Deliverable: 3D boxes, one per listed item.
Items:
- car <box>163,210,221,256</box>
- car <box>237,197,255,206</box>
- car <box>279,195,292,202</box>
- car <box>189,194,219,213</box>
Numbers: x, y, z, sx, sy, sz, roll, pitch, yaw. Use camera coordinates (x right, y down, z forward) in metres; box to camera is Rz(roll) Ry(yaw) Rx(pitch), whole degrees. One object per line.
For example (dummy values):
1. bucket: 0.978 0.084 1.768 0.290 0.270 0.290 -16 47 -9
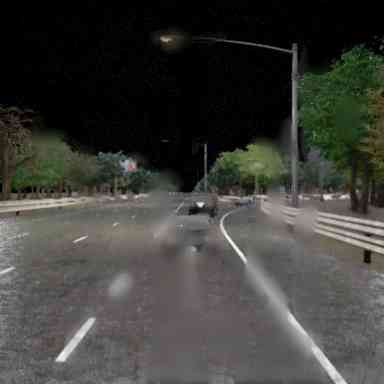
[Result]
1. car: 0.000 1.579 12.912 1.895 1.301 4.718 0 0 0
2. car: 8.564 1.472 53.053 1.994 1.385 4.181 0 0 26
3. car: 20.446 1.366 71.439 2.128 1.511 4.902 0 0 41
4. car: 1.102 1.172 29.348 2.150 2.045 5.566 0 0 9
